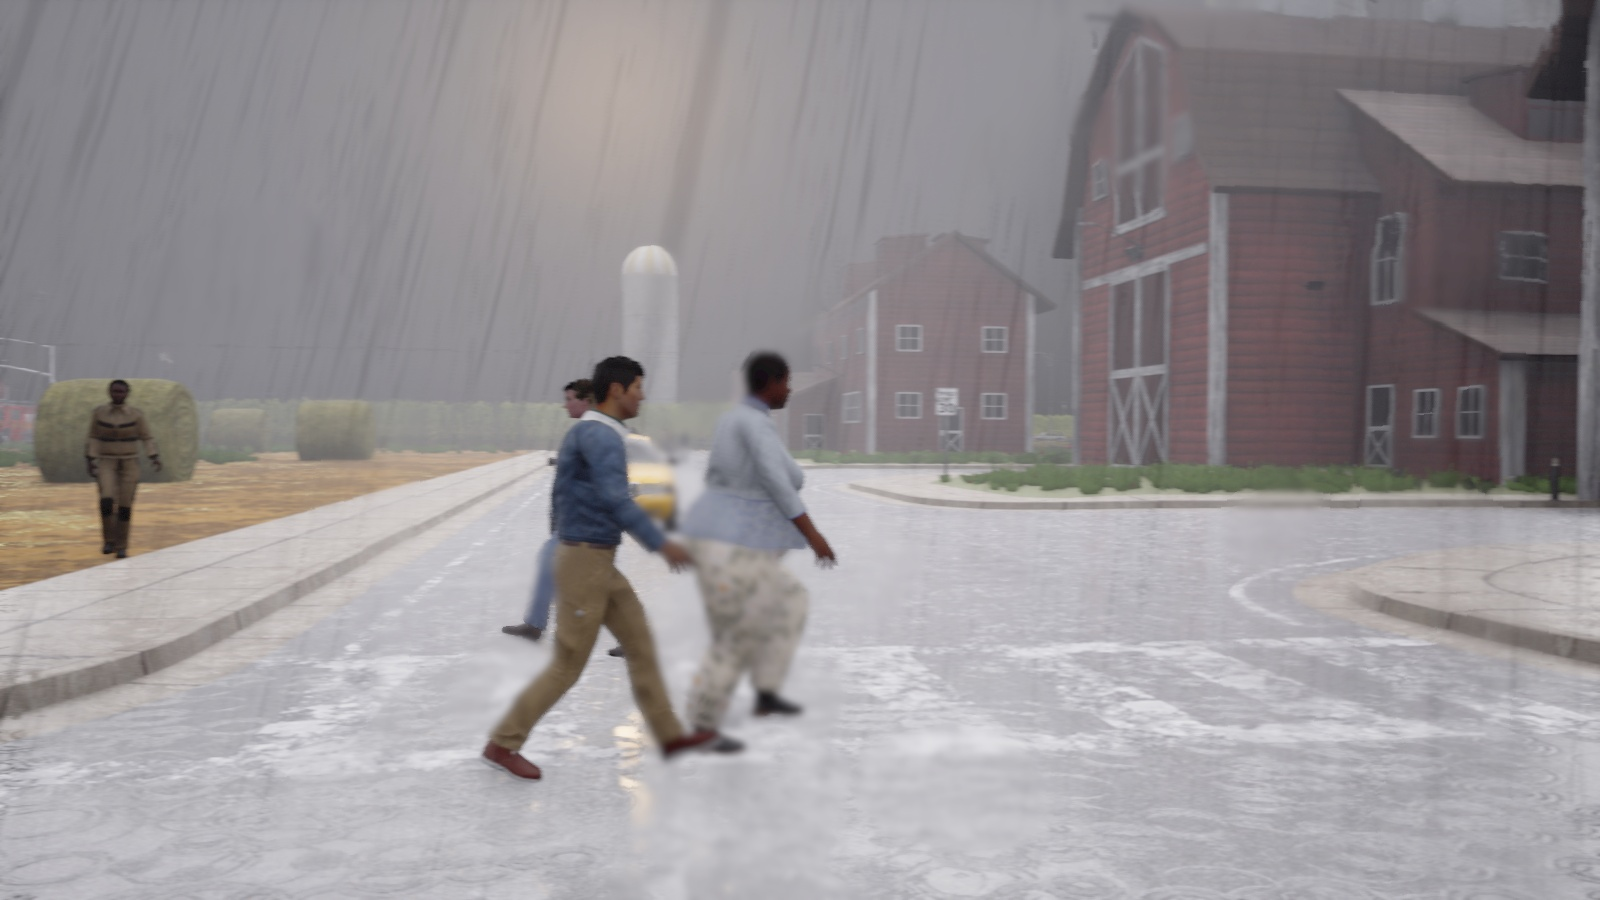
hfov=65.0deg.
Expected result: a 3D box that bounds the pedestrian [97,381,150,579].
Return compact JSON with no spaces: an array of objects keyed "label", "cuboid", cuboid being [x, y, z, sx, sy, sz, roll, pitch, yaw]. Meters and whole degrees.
[{"label":"pedestrian","cuboid":[-6.785,0.288,12.605,0.396,1.930,0.692,-1,1,-25]}]

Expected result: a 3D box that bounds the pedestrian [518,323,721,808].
[{"label":"pedestrian","cuboid":[-0.762,0.458,5.308,0.788,1.949,0.423,-1,1,-9]}]

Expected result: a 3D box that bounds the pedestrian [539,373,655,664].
[{"label":"pedestrian","cuboid":[-1.318,0.426,8.147,0.706,1.836,0.354,-1,1,-11]}]

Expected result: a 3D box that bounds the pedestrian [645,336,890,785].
[{"label":"pedestrian","cuboid":[-0.174,0.446,5.728,0.900,1.855,0.874,-1,1,-17]}]

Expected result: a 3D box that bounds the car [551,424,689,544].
[{"label":"car","cuboid":[-2.797,0.426,19.490,1.801,1.575,5.366,-1,1,-8]}]
